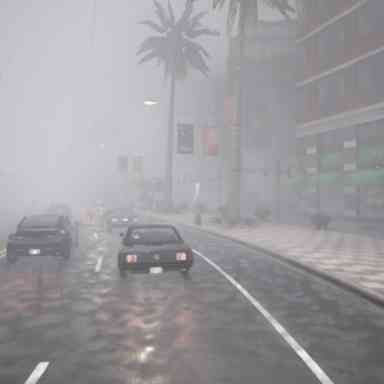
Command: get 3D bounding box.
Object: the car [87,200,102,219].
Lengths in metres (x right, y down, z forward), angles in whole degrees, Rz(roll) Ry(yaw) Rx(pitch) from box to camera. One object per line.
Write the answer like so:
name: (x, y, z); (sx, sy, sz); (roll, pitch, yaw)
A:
car: (-8.546, 1.540, 30.519); (1.801, 1.575, 5.366); (0, 0, -22)

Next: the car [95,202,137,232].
car: (-4.612, 1.604, 20.907); (2.033, 1.411, 5.357); (0, 0, -21)

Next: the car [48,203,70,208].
car: (-12.255, 1.650, 30.588); (1.994, 1.385, 4.181); (0, 0, -22)

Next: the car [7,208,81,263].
car: (-5.315, 1.540, 12.301); (1.837, 1.490, 4.892); (0, 0, -15)

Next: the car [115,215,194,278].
car: (-1.290, 1.628, 10.287); (1.895, 1.301, 4.718); (0, 0, -11)
